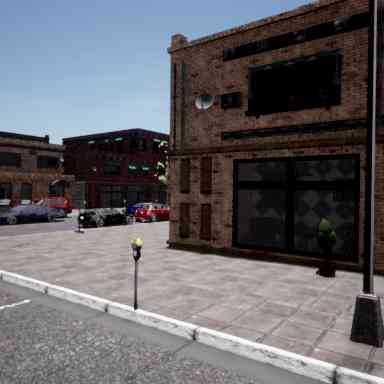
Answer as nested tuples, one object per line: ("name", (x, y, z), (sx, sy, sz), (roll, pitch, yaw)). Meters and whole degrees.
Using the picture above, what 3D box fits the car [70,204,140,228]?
("car", (-6.213, 1.797, 24.172), (1.947, 1.339, 4.313), (0, 0, 36))

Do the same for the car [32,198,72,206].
("car", (-12.968, 1.415, 29.127), (2.192, 1.841, 5.009), (0, 0, 36))

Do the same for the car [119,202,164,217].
("car", (-5.275, 1.832, 35.238), (1.895, 1.301, 4.718), (1, 0, 36))

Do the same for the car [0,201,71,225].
("car", (-12.464, 1.662, 25.474), (2.033, 1.411, 5.357), (1, 0, 37))

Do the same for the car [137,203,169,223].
("car", (-2.931, 1.724, 28.647), (1.967, 1.590, 4.097), (0, 0, 36))
